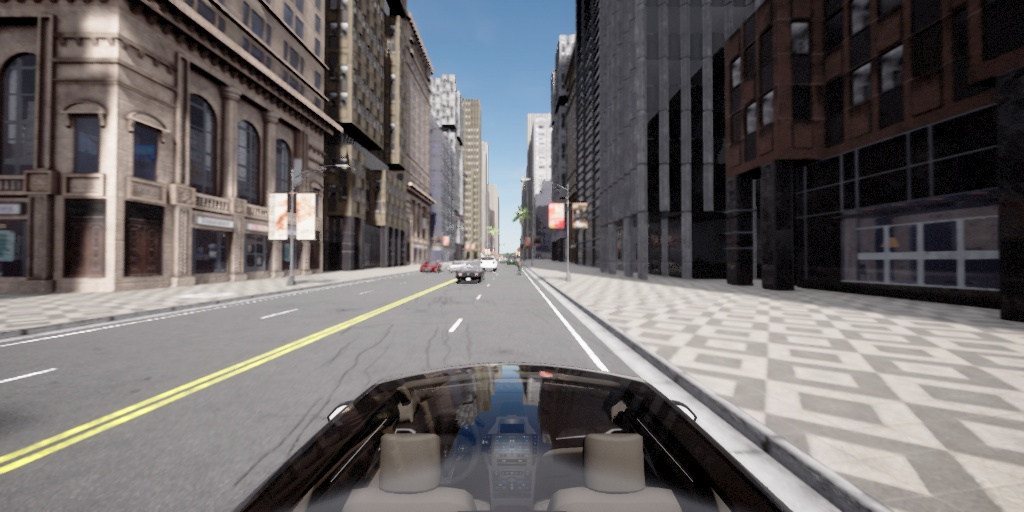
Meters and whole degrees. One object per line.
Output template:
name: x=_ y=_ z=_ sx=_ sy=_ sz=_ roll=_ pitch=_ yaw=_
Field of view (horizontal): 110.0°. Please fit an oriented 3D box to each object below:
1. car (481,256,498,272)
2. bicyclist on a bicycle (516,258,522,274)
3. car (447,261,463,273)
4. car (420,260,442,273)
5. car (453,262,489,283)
car: x=-3.171 y=1.044 z=49.322 sx=2.150 sy=2.045 sz=5.566 roll=0 pitch=0 yaw=0
bicyclist on a bicycle: x=0.879 y=1.263 z=38.858 sx=0.582 sy=1.620 sz=1.656 roll=0 pitch=-1 yaw=0
car: x=-6.600 y=1.341 z=43.808 sx=1.812 sy=1.442 sz=4.674 roll=0 pitch=0 yaw=0
car: x=-9.851 y=1.293 z=43.830 sx=1.882 sy=1.535 sz=5.008 roll=0 pitch=0 yaw=0
car: x=-3.162 y=1.396 z=28.283 sx=1.895 sy=1.301 sz=4.718 roll=0 pitch=0 yaw=0
